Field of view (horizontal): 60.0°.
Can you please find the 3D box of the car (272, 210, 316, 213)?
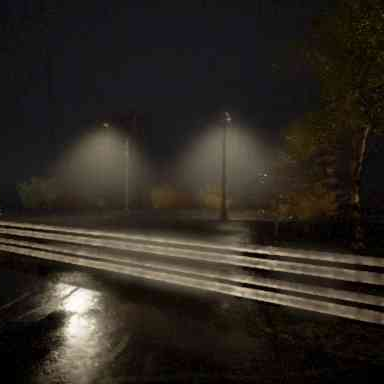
[{"bbox_3d":[10.700,1.799,34.398,5.008,1.535,1.882,0,0,9],"label":"car"}]
